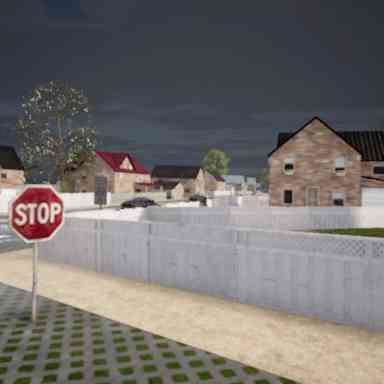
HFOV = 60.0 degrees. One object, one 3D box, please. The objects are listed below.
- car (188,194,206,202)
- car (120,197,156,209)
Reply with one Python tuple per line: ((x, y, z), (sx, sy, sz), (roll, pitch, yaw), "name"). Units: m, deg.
((0.994, 1.065, 56.419), (2.033, 1.411, 5.357), (2, 1, 19), "car")
((-5.800, 1.219, 36.463), (2.033, 1.411, 5.357), (2, 1, 19), "car")
